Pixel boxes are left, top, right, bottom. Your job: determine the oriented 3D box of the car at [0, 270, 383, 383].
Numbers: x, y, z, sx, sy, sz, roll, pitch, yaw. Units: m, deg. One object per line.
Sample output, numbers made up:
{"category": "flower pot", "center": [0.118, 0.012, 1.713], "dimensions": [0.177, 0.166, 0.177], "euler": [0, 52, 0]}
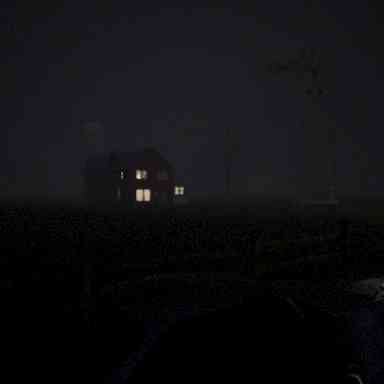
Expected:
{"category": "car", "center": [-0.202, 1.542, 2.924], "dimensions": [5.357, 1.411, 2.033], "euler": [0, 0, -35]}
